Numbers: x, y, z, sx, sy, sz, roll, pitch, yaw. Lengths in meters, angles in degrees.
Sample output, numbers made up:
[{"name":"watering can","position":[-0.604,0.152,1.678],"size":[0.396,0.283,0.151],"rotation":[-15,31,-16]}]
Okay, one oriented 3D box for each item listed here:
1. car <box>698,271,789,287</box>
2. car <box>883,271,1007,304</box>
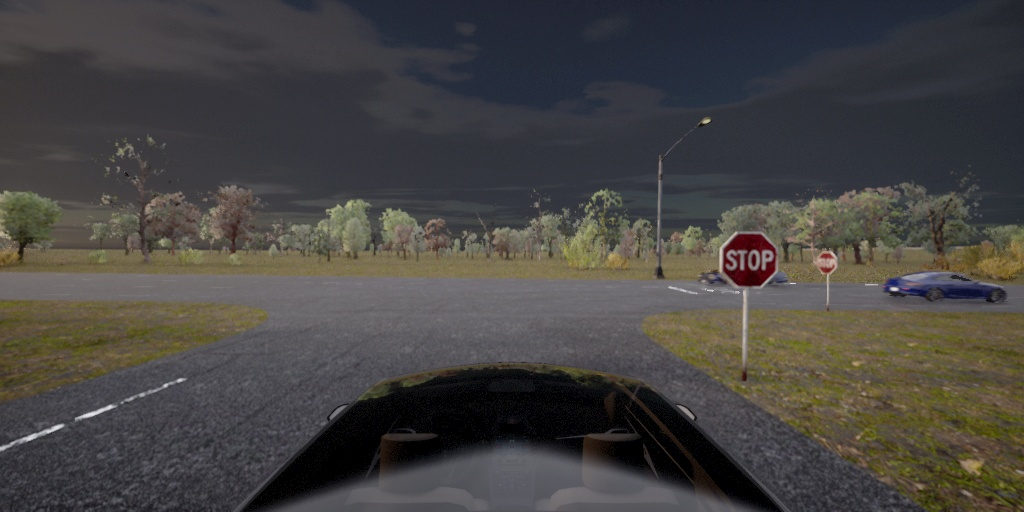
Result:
[{"name":"car","position":[15.841,1.353,24.639],"size":[5.357,1.411,2.033],"rotation":[0,1,0]},{"name":"car","position":[21.076,1.490,17.598],"size":[4.674,1.442,1.812],"rotation":[1,1,0]}]
